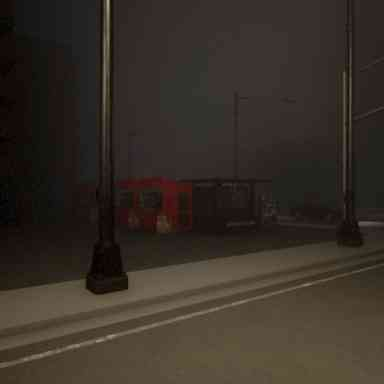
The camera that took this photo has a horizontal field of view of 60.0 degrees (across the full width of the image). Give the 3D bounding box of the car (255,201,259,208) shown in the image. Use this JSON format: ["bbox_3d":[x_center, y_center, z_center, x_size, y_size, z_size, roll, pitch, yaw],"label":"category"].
[{"bbox_3d":[10.848,1.915,51.140,1.994,1.385,4.181,0,-1,-36],"label":"car"}]

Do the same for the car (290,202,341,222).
[{"bbox_3d":[10.466,1.609,27.557,1.837,1.490,4.892,0,-1,-36],"label":"car"}]
